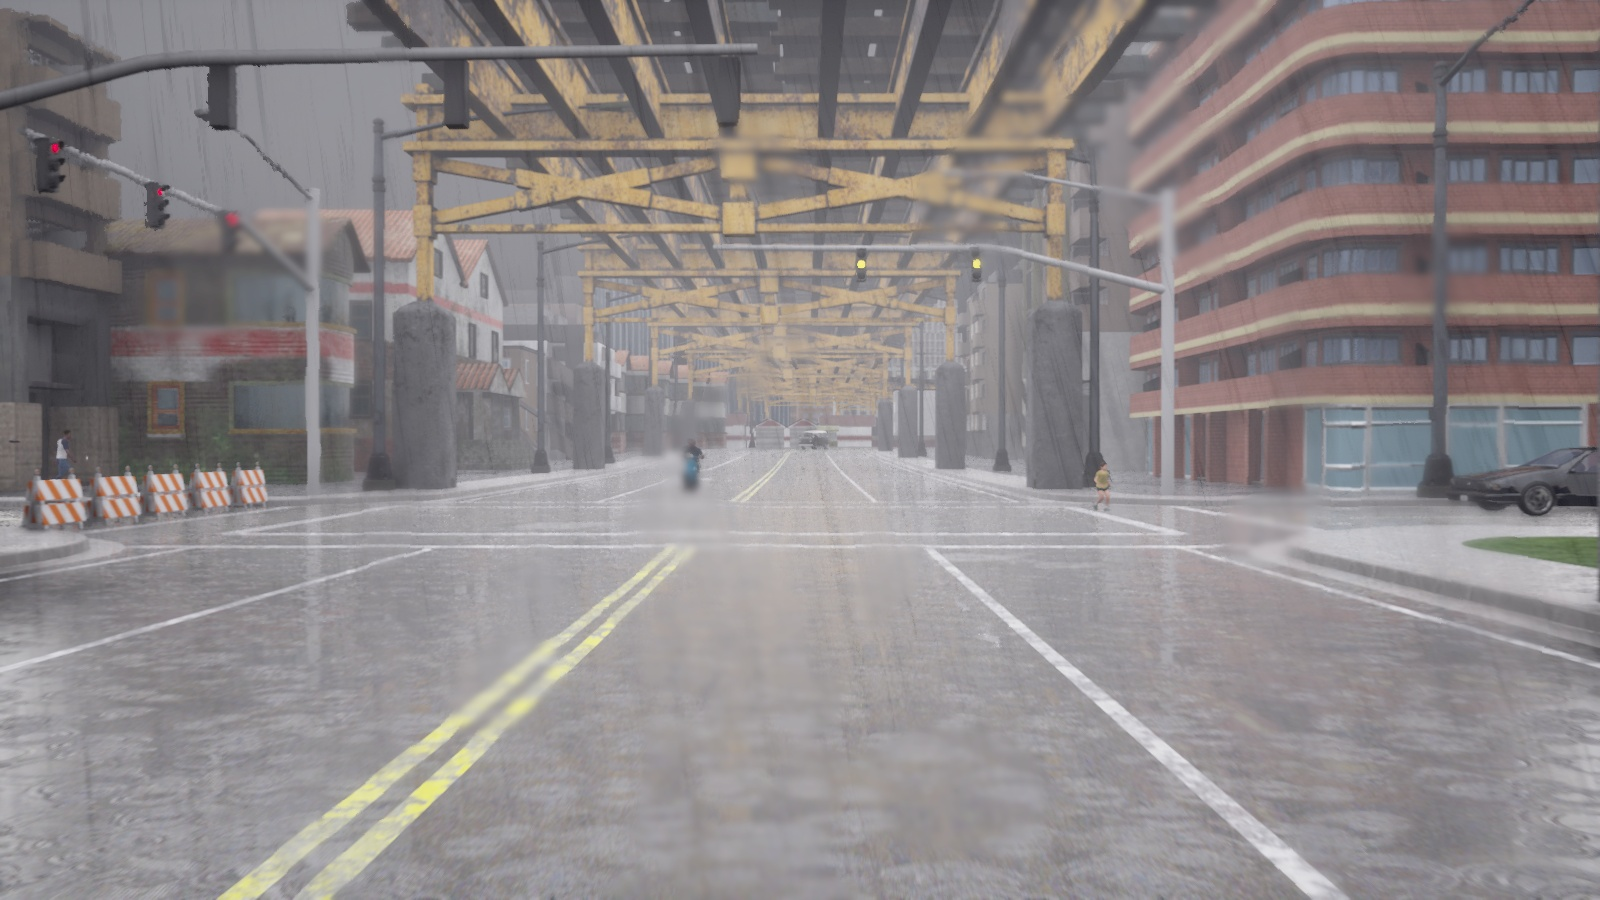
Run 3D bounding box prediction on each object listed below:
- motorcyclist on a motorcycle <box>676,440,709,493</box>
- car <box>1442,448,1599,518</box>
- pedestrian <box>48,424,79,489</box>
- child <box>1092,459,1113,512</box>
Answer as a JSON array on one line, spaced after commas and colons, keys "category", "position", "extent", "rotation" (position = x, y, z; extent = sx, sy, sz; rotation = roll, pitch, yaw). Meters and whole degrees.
[{"category": "motorcyclist on a motorcycle", "position": [-3.268, 0.484, 38.329], "extent": [0.866, 1.590, 1.817], "rotation": [0, 0, 0]}, {"category": "car", "position": [16.596, 0.662, 26.174], "extent": [5.357, 1.411, 2.033], "rotation": [0, 0, 1]}, {"category": "pedestrian", "position": [-21.011, 0.196, 35.835], "extent": [0.706, 1.836, 0.354], "rotation": [0, 0, -39]}, {"category": "child", "position": [6.431, 0.747, 26.671], "extent": [0.255, 1.110, 0.394], "rotation": [0, 0, -22]}]
